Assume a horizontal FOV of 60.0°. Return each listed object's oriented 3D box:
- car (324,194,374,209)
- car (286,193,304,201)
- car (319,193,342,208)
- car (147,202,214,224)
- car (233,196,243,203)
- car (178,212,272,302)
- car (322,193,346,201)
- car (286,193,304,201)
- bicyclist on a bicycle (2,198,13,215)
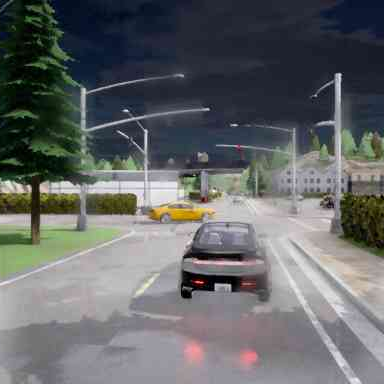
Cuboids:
[{"bbox_3d":[18.265,1.338,38.563,4.514,1.523,2.007,0,0,8],"label":"car"},{"bbox_3d":[24.380,1.074,78.823,3.866,1.878,1.905,0,0,8],"label":"car"},{"bbox_3d":[18.646,1.329,41.677,5.027,1.636,2.152,0,0,8],"label":"car"},{"bbox_3d":[-0.774,1.477,24.646,5.008,1.535,1.882,0,1,-17],"label":"car"},{"bbox_3d":[9.428,1.523,67.543,1.812,1.442,4.674,0,0,8],"label":"car"},{"bbox_3d":[0.878,1.491,8.337,2.128,1.511,4.902,0,0,8],"label":"car"},{"bbox_3d":[31.720,1.095,74.483,4.605,1.855,1.932,0,0,8],"label":"car"},{"bbox_3d":[23.316,1.358,75.614,3.806,1.475,1.970,0,0,8],"label":"car"},{"bbox_3d":[-17.982,1.452,32.449,0.582,1.620,1.656,0,0,7],"label":"bicyclist on a bicycle"}]
